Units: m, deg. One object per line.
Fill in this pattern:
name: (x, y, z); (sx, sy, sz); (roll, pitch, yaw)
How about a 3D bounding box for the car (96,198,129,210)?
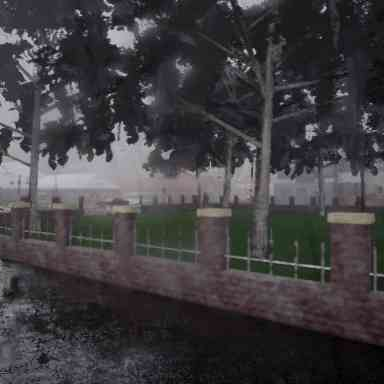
car: (-10.903, 1.558, 45.750); (1.882, 1.535, 5.008); (0, 0, 36)
